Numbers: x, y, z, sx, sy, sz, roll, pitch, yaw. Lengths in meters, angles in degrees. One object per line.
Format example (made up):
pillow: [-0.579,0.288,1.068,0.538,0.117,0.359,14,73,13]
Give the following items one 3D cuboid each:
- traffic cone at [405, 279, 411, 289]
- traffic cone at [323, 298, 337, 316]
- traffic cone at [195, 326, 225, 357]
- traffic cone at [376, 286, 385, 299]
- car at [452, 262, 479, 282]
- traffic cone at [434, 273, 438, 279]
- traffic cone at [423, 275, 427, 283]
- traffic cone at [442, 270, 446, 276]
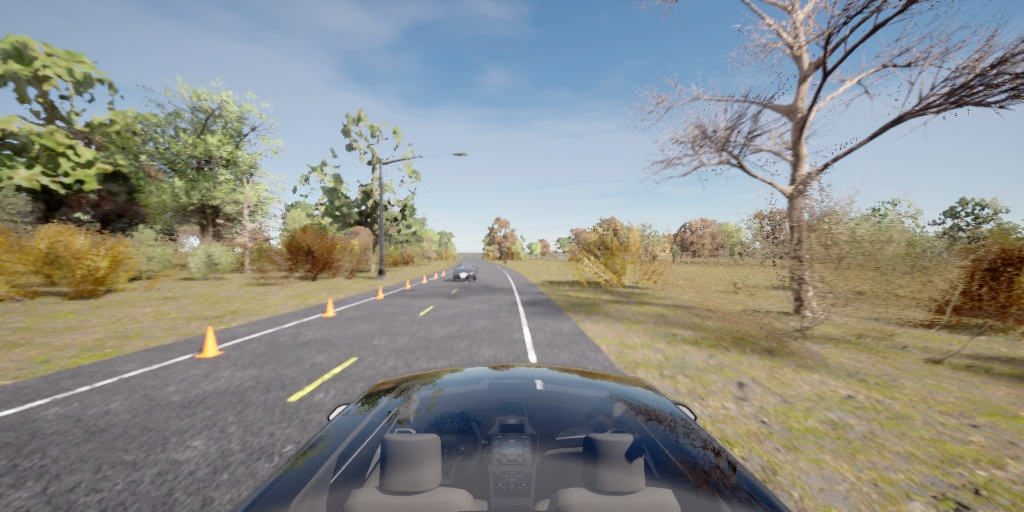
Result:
traffic cone: [-6.497,1.754,22.352,0.340,0.580,0.340,0,0,-2]
traffic cone: [-6.292,1.754,12.403,0.340,0.580,0.340,0,0,-1]
traffic cone: [-6.249,1.753,7.428,0.340,0.580,0.340,0,0,0]
traffic cone: [-6.375,1.754,17.379,0.340,0.580,0.340,0,0,-1]
car: [-3.692,1.265,28.949,2.128,1.511,4.902,0,0,-2]
traffic cone: [-6.856,1.751,32.297,0.340,0.580,0.340,0,0,-3]
traffic cone: [-6.657,1.753,27.325,0.340,0.580,0.340,0,0,-2]
traffic cone: [-7.095,1.750,37.266,0.340,0.580,0.340,0,0,-3]
